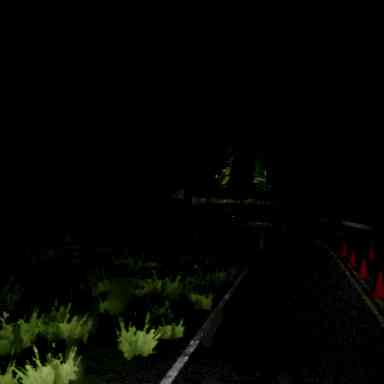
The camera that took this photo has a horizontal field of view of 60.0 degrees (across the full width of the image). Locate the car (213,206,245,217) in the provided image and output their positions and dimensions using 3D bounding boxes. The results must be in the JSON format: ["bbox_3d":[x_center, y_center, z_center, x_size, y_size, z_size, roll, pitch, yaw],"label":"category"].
[{"bbox_3d":[3.432,2.157,33.046,1.882,1.535,5.008,0,-1,-22],"label":"car"}]

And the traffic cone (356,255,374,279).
[{"bbox_3d":[5.187,2.302,10.048,0.340,0.580,0.340,3,-1,17],"label":"traffic cone"}]

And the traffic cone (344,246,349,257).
[{"bbox_3d":[5.776,2.348,11.958,0.340,0.580,0.340,3,-1,17],"label":"traffic cone"}]

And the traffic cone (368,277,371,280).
[{"bbox_3d":[4.598,2.256,8.137,0.340,0.580,0.340,3,-1,17],"label":"traffic cone"}]

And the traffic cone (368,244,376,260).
[{"bbox_3d":[7.313,2.439,13.568,0.340,0.580,0.340,3,0,17],"label":"traffic cone"}]

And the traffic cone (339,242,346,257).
[{"bbox_3d":[6.364,2.396,13.871,0.340,0.580,0.340,3,-1,17],"label":"traffic cone"}]
